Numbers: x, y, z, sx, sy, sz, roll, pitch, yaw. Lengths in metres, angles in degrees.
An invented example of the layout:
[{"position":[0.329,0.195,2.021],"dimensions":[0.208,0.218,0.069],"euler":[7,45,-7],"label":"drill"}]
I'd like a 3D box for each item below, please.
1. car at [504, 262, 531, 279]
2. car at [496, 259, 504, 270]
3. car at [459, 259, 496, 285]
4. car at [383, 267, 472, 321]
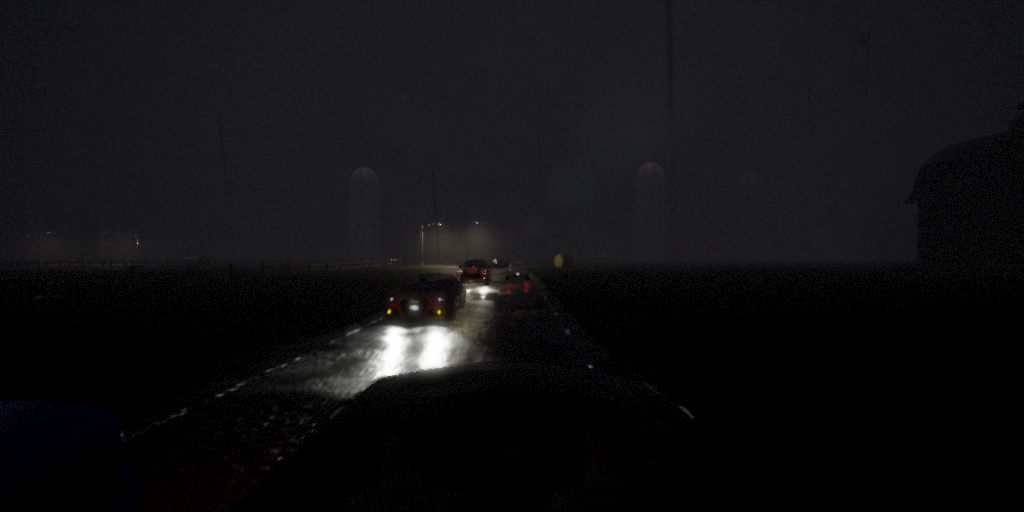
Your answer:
[{"position":[0.475,1.193,30.693],"dimensions":[1.812,1.442,4.674],"euler":[1,0,0],"label":"car"},{"position":[-1.831,1.153,50.386],"dimensions":[2.033,1.411,5.357],"euler":[0,0,-16],"label":"car"},{"position":[-2.515,1.010,24.811],"dimensions":[2.097,1.767,4.553],"euler":[0,0,1],"label":"car"},{"position":[-2.723,1.257,12.068],"dimensions":[1.994,1.385,4.181],"euler":[0,0,1],"label":"car"}]
